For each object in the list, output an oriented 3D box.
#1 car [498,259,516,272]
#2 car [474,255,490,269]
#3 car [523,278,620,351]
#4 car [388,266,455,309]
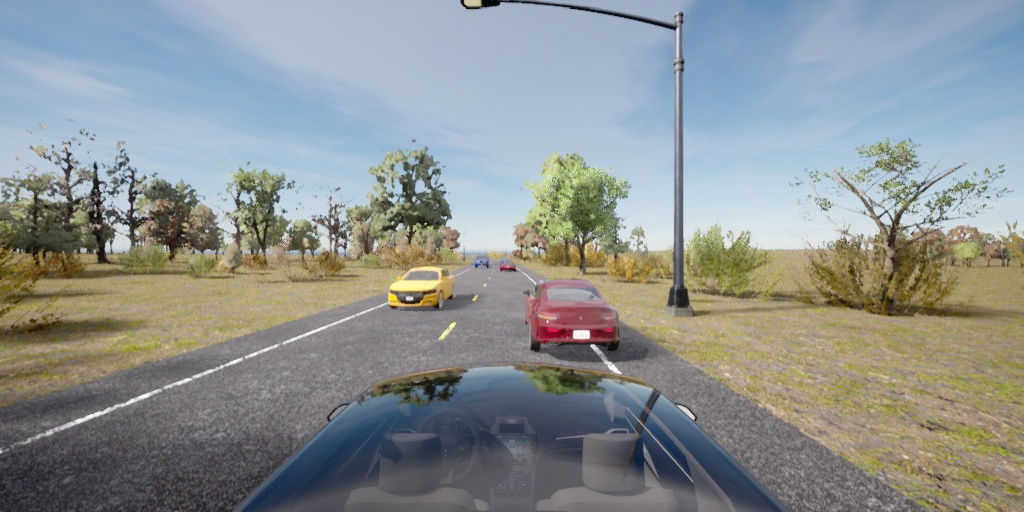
[{"bbox_3d":[-0.551,1.233,45.467,1.994,1.385,4.181,0,0,-2],"label":"car"},{"bbox_3d":[-4.692,0.867,55.947,2.150,2.045,5.566,0,0,-3],"label":"car"},{"bbox_3d":[1.273,1.267,8.848,1.812,1.442,4.674,0,0,0],"label":"car"},{"bbox_3d":[-3.580,1.211,14.991,1.882,1.535,5.008,0,0,0],"label":"car"}]
